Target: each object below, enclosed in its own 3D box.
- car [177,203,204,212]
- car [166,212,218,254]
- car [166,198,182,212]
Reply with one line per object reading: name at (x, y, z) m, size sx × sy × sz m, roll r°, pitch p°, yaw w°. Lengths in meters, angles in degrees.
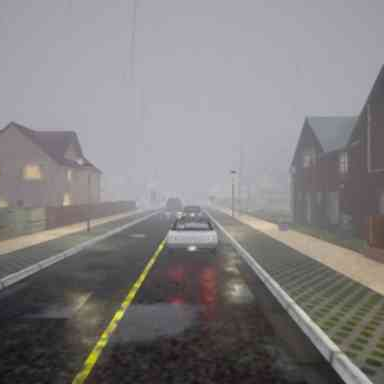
car at (0.033, 1.886, 28.992) m, size 2.033 × 1.411 × 5.357 m, roll 0°, pitch -1°, yaw 0°
car at (0.017, 1.747, 14.108) m, size 1.895 × 1.301 × 4.718 m, roll 0°, pitch -1°, yaw 0°
car at (-2.695, 1.885, 50.711) m, size 2.150 × 2.045 × 5.566 m, roll 0°, pitch -1°, yaw 0°
